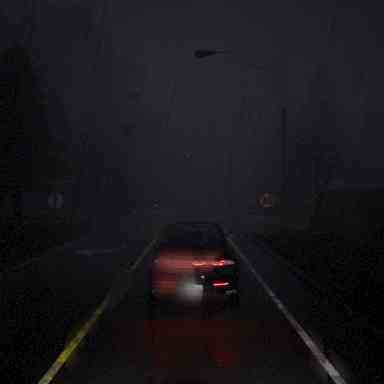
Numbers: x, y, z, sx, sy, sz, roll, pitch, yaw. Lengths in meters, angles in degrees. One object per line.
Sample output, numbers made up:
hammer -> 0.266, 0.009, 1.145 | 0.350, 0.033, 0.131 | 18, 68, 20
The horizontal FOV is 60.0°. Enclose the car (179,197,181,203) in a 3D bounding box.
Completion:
car -> -3.452, 1.472, 70.785 | 1.882, 1.535, 5.008 | 0, 0, 0

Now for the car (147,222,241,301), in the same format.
car -> 0.059, 1.492, 8.281 | 2.128, 1.511, 4.902 | 0, 0, 0

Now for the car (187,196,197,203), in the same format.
car -> 0.047, 1.491, 69.512 | 2.128, 1.511, 4.902 | 0, 0, 0

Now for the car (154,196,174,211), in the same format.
car -> -3.573, 1.505, 40.828 | 1.837, 1.490, 4.892 | 0, 0, 0

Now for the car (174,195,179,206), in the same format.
car -> -3.549, 1.527, 55.819 | 1.812, 1.442, 4.674 | 0, 1, 0
